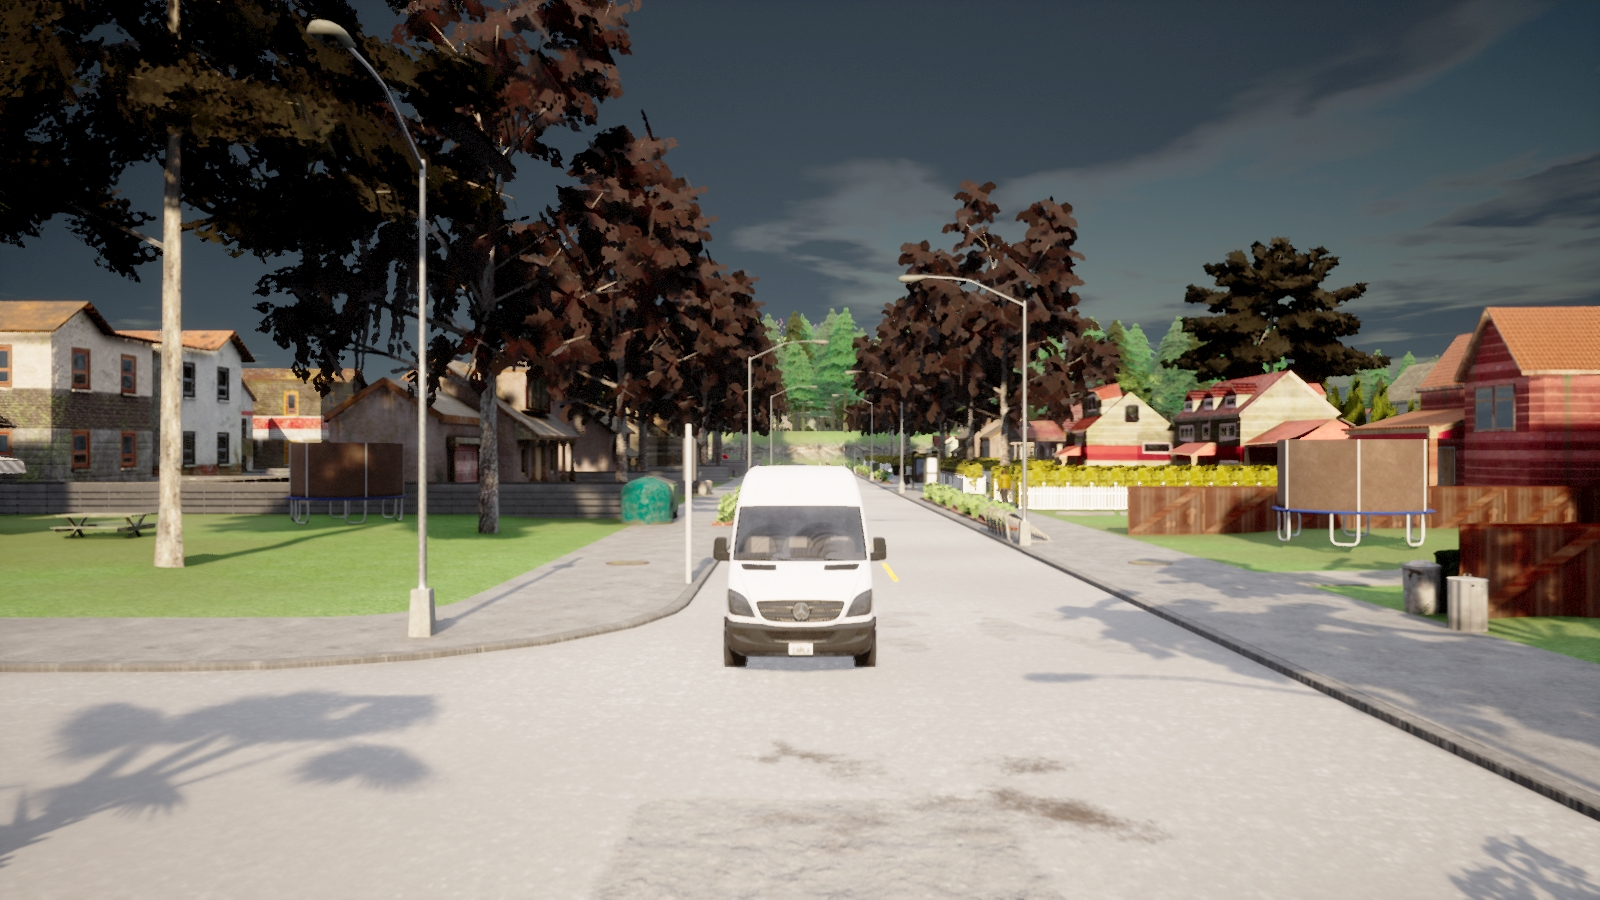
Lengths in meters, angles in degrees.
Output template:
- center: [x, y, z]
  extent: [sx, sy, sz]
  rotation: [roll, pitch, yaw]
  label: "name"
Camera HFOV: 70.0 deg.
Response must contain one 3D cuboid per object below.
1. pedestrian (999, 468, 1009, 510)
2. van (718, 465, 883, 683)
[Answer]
- center: [9.170, 1.745, 51.280]
  extent: [0.375, 1.860, 0.375]
  rotation: [0, 0, -2]
  label: "pedestrian"
- center: [0.001, 1.535, 16.736]
  extent: [1.988, 2.561, 5.915]
  rotation: [0, 0, 0]
  label: "van"
